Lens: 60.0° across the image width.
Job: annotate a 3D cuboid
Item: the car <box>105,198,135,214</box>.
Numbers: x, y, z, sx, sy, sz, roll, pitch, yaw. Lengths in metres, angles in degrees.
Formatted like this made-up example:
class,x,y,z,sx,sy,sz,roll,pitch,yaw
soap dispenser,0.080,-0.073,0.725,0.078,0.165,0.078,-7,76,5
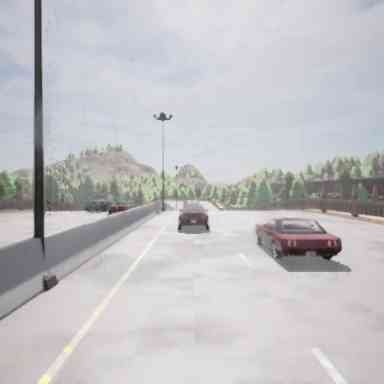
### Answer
class,x,y,z,sx,sy,sz,roll,pitch,yaw
car,-7.113,1.556,33.926,1.895,1.301,4.718,0,0,0

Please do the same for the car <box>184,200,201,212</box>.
class,x,y,z,sx,sy,sz,roll,pitch,yaw
car,0.078,1.662,39.605,1.895,1.301,4.718,0,-2,0

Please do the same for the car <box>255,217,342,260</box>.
class,x,y,z,sx,sy,sz,roll,pitch,yaw
car,3.594,1.574,12.238,1.895,1.301,4.718,0,0,0

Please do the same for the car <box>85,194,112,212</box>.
class,x,y,z,sx,sy,sz,roll,pitch,yaw
car,-10.609,1.268,38.716,2.150,2.045,5.566,0,-2,0

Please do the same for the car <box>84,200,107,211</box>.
class,x,y,z,sx,sy,sz,roll,pitch,yaw
car,-14.095,2.011,48.752,1.837,1.490,4.892,0,-3,0

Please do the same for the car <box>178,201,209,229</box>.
class,x,y,z,sx,sy,sz,roll,pitch,yaw
car,0.102,1.485,20.945,1.812,1.442,4.674,0,0,0
